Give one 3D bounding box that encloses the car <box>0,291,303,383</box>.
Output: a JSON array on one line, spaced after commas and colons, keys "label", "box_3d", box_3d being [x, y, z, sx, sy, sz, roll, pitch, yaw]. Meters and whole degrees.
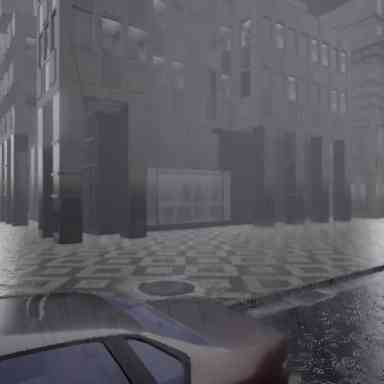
[{"label": "car", "box_3d": [-1.548, 1.547, 2.149, 5.357, 1.411, 2.033, 0, 0, -36]}]
